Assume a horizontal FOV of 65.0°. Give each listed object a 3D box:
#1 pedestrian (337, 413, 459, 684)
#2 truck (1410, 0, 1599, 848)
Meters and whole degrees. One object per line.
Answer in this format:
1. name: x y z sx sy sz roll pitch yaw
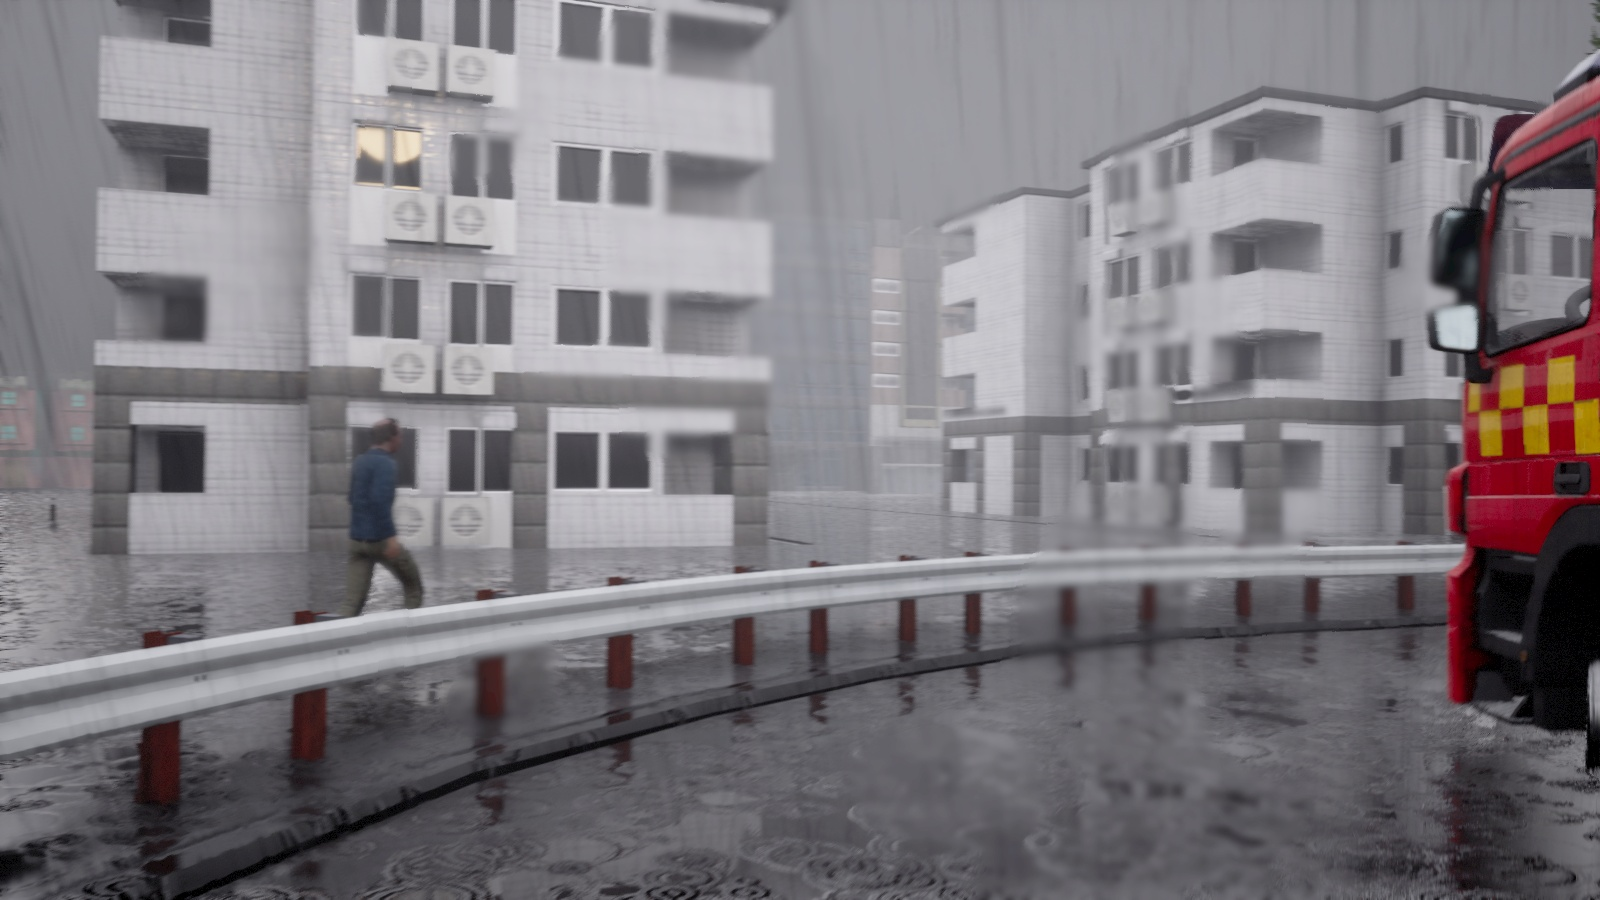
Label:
1. pedestrian: -2.854 0.673 8.950 0.402 1.842 0.726 -1 -1 34
2. truck: 4.517 -0.308 2.813 2.891 3.827 8.468 0 -1 6
